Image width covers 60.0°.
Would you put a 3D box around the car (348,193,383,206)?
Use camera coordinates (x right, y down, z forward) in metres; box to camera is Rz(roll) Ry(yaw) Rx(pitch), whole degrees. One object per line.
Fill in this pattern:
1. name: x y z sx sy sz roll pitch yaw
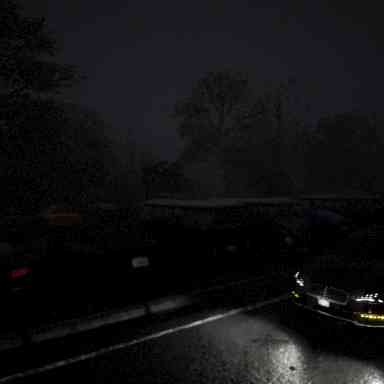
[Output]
1. car: 23.267 0.963 43.325 2.097 1.535 5.008 -1 1 -36

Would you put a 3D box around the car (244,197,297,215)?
1. car: 7.452 1.248 32.042 2.163 1.488 4.792 -1 1 -36

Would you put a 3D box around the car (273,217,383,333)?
1. car: 4.012 1.438 6.550 4.892 1.490 1.837 -1 0 -36

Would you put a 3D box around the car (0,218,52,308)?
1. car: -4.702 1.554 7.213 2.002 1.452 4.674 -1 0 -36

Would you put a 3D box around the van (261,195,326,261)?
1. van: 2.201 1.199 12.016 1.878 1.987 4.442 -1 1 -36

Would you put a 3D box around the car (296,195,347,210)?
1. car: 14.256 1.138 36.842 2.163 1.488 4.792 -1 1 -36

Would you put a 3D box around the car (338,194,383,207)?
1. car: 21.009 1.040 41.710 2.002 1.452 4.674 -1 1 -36

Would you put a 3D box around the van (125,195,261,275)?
1. van: -0.212 1.231 10.575 1.878 1.987 4.442 -1 0 -36

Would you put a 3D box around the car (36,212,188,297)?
1. car: -2.438 1.518 8.874 2.163 1.488 4.792 -1 0 -36

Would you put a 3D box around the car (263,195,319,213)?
1. car: 9.833 1.178 33.483 1.946 1.575 5.366 -1 1 -36

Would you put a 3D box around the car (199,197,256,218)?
1. car: 2.953 1.291 28.791 2.097 1.535 5.008 -1 1 -36

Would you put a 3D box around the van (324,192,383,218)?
1. van: 6.627 1.126 15.472 1.878 1.987 4.442 -1 1 -36

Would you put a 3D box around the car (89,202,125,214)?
1. car: -6.069 1.434 22.318 2.097 1.535 5.008 -1 0 -36

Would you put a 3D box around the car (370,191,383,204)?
1. car: 27.758 0.767 46.585 2.185 1.767 4.553 -1 1 -36

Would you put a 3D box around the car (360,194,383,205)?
1. car: 25.523 0.968 44.943 2.002 1.452 4.674 -1 1 -36

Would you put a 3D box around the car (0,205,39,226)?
1. car: -10.566 1.527 19.068 2.163 1.488 4.792 -1 0 -36

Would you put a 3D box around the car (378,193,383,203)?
1. car: 30.030 0.857 48.181 2.097 1.535 5.008 -1 1 -36

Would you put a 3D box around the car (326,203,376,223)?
1. car: 4.421 1.389 13.742 2.097 1.535 5.008 -1 1 -36

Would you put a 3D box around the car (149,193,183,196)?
1. car: -1.544 1.112 25.529 2.435 2.045 5.566 -1 1 -36

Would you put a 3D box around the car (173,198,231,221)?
1. car: 0.696 1.327 27.175 2.097 1.535 5.008 -1 1 -36

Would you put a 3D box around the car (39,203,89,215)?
1. car: -8.437 1.463 20.856 1.946 1.575 5.366 -1 0 -36

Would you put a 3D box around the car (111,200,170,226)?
1. car: -3.810 1.401 23.935 2.231 1.521 4.892 -1 1 -36
